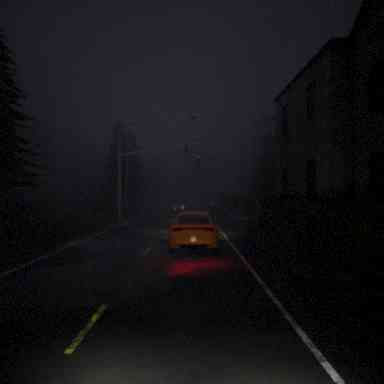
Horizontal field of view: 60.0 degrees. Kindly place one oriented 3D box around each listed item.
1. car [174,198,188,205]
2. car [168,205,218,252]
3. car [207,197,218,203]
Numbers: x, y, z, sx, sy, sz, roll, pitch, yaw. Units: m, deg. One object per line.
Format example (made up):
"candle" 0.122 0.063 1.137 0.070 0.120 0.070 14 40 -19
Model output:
"car" -2.020 1.832 64.057 1.812 1.442 4.674 0 0 16
"car" 0.065 1.547 14.295 1.882 1.535 5.008 0 0 0
"car" 5.906 1.911 77.594 2.033 1.411 5.357 0 0 44
